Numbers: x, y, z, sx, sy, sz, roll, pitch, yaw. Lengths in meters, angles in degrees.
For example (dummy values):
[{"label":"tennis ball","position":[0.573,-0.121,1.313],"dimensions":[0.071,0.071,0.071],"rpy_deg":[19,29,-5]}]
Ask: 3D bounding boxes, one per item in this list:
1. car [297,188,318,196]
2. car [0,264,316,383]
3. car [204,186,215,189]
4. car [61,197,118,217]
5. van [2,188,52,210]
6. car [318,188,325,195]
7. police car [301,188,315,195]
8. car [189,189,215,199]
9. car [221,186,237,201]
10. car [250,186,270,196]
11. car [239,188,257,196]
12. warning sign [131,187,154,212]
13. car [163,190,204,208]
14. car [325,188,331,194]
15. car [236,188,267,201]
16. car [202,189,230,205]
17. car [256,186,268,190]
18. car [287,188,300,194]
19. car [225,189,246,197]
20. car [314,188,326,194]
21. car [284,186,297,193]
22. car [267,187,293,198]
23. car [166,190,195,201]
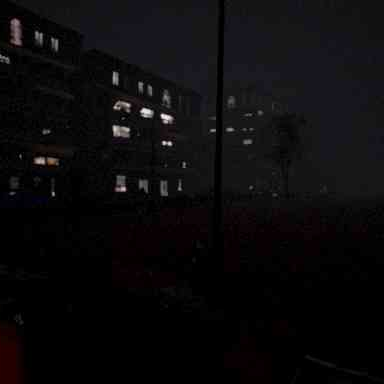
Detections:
[{"label":"car","position":[24.403,0.113,69.977],"dimensions":[2.008,1.369,4.403],"rpy_deg":[3,2,35]},{"label":"car","position":[-1.048,1.498,3.619],"dimensions":[4.507,1.381,1.887],"rpy_deg":[1,1,36]},{"label":"car","position":[2.921,0.104,49.179],"dimensions":[2.150,2.045,5.566],"rpy_deg":[2,2,35]},{"label":"car","position":[-7.404,1.005,24.265],"dimensions":[1.947,1.339,4.313],"rpy_deg":[3,2,35]},{"label":"van","position":[-14.277,0.576,29.040],"dimensions":[1.690,1.788,3.998],"rpy_deg":[3,3,35]},{"label":"car","position":[27.583,0.027,74.547],"dimensions":[2.008,1.369,4.403],"rpy_deg":[3,2,35]},{"label":"police car","position":[26.947,-0.176,77.158],"dimensions":[1.930,1.638,5.238],"rpy_deg":[2,2,32]},{"label":"car","position":[1.621,0.344,51.903],"dimensions":[2.008,1.369,4.403],"rpy_deg":[3,3,35]},{"label":"car","position":[6.431,0.281,48.794],"dimensions":[2.097,1.767,4.553],"rpy_deg":[2,2,35]},{"label":"car","position":[14.351,-0.241,70.180],"dimensions":[2.192,1.841,5.009],"rpy_deg":[3,2,35]},{"label":"car","position":[11.067,0.059,65.476],"dimensions":[1.752,1.417,4.829],"rpy_deg":[3,2,35]},{"label":"warning sign","position":[-3.780,0.565,25.339],"dimensions":[1.300,1.860,1.060],"rpy_deg":[1,0,35]},{"label":"car","position":[-1.043,0.806,33.405],"dimensions":[1.887,1.381,4.507],"rpy_deg":[3,2,35]},{"label":"car","position":[33.947,-0.257,83.686],"dimensions":[1.967,1.590,4.097],"rpy_deg":[3,2,35]},{"label":"car","position":[8.499,0.548,47.120],"dimensions":[2.008,1.369,4.403],"rpy_deg":[3,2,35]},{"label":"car","position":[2.138,0.724,37.977],"dimensions":[2.008,1.369,4.403],"rpy_deg":[3,2,35]},{"label":"car","position":[12.450,0.254,57.523],"dimensions":[2.128,1.511,4.902],"rpy_deg":[2,2,35]},{"label":"car","position":[27.067,-0.357,88.473],"dimensions":[1.887,1.381,4.507],"rpy_deg":[3,2,35]},{"label":"car","position":[7.983,0.184,61.046],"dimensions":[1.947,1.339,4.313],"rpy_deg":[3,3,35]},{"label":"car","position":[32.872,-0.297,85.331],"dimensions":[1.801,1.575,5.366],"rpy_deg":[2,2,35]},{"label":"car","position":[23.892,-0.500,83.893],"dimensions":[2.192,1.841,5.009],"rpy_deg":[3,2,35]},{"label":"car","position":[14.959,0.345,56.401],"dimensions":[1.752,1.417,4.829],"rpy_deg":[3,2,35]},{"label":"car","position":[-1.559,0.447,47.332],"dimensions":[1.947,1.339,4.313],"rpy_deg":[3,3,35]}]
